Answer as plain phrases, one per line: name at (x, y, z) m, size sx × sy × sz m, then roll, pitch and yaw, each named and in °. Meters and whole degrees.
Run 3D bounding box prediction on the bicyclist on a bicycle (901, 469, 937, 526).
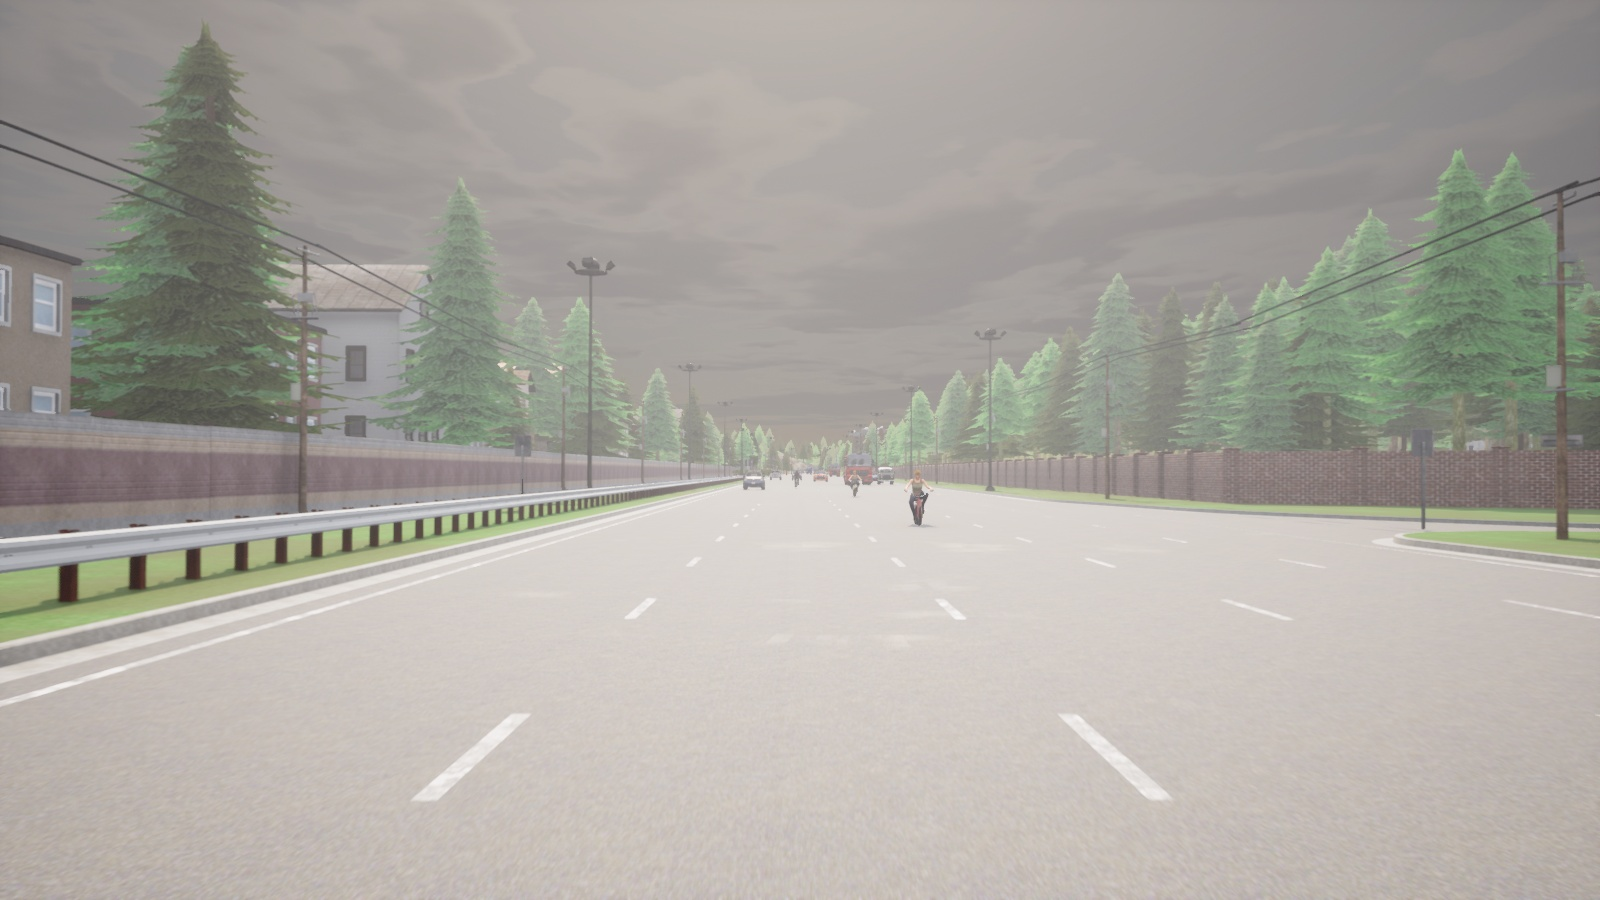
bicyclist on a bicycle at (3.408, 1.343, 36.145) m, size 0.866 × 1.612 × 1.509 m, roll 0°, pitch -1°, yaw 0°
